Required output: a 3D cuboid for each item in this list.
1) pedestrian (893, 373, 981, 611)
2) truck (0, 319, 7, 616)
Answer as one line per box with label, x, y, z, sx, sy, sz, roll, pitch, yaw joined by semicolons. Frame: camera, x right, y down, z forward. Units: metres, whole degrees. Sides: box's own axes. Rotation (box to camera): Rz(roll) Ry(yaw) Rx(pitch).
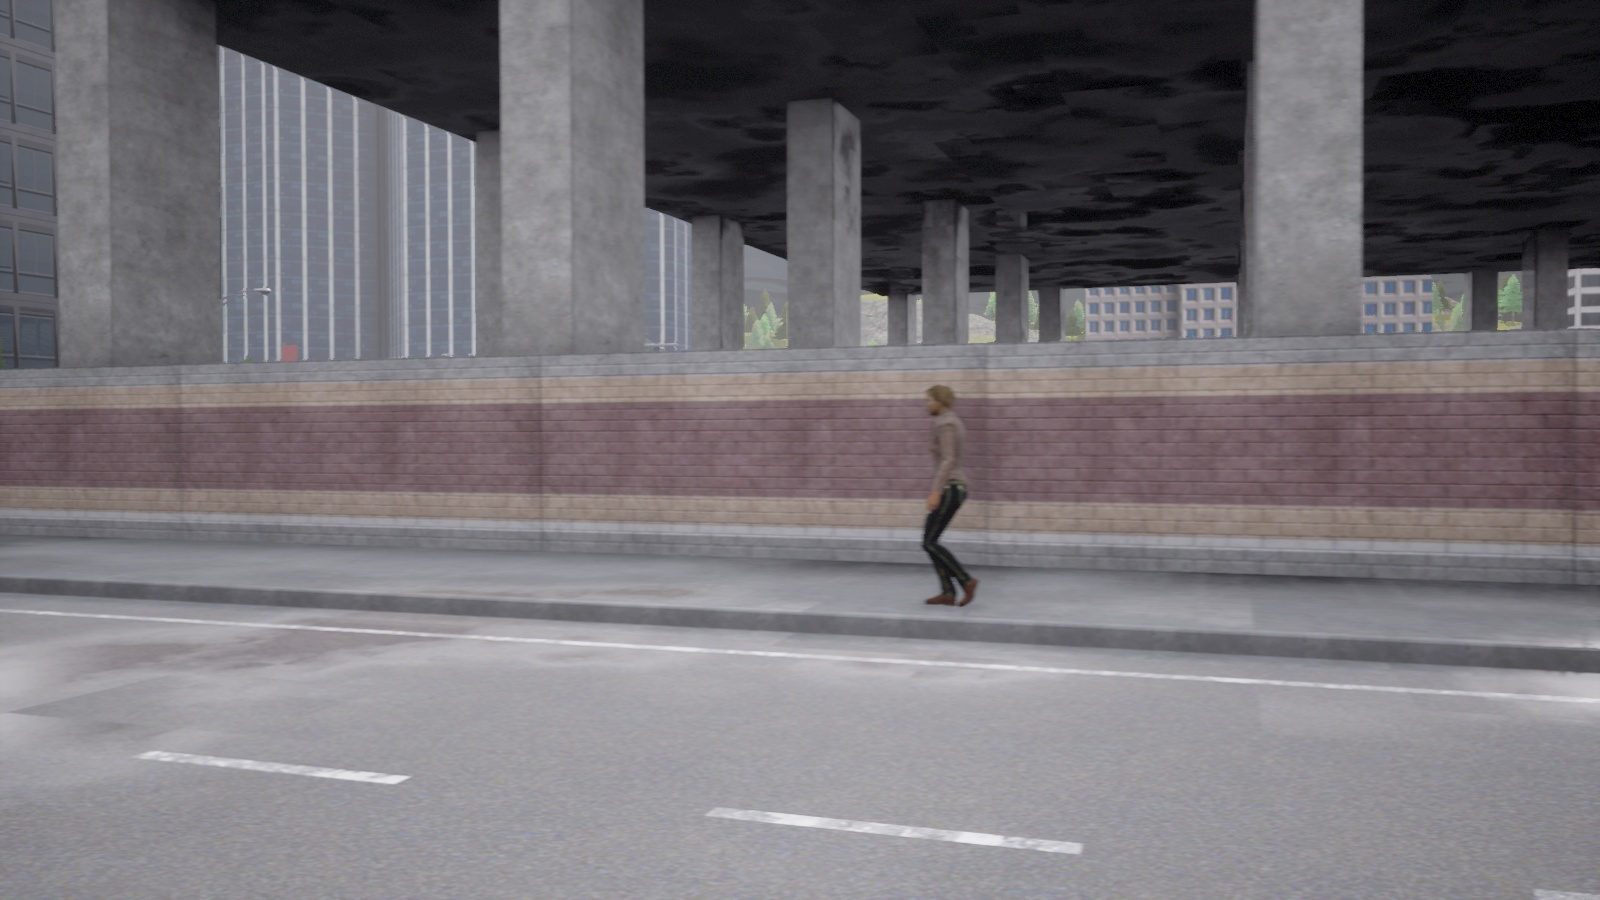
pedestrian;1.090;0.324;10.001;0.634;1.846;0.331;0;1;17
truck;-9.521;0.142;10.083;5.204;2.467;2.627;1;1;19
